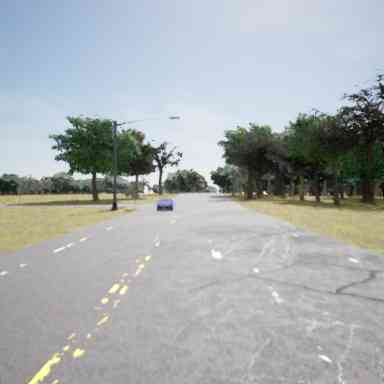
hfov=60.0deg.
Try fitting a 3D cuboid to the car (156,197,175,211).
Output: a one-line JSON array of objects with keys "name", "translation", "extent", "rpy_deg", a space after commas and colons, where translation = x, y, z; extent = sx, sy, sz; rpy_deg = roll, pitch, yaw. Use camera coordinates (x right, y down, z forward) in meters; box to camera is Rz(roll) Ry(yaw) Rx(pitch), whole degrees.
[{"name": "car", "translation": [-3.070, 1.404, 39.186], "extent": [1.882, 1.535, 5.008], "rpy_deg": [0, 0, 1]}]
